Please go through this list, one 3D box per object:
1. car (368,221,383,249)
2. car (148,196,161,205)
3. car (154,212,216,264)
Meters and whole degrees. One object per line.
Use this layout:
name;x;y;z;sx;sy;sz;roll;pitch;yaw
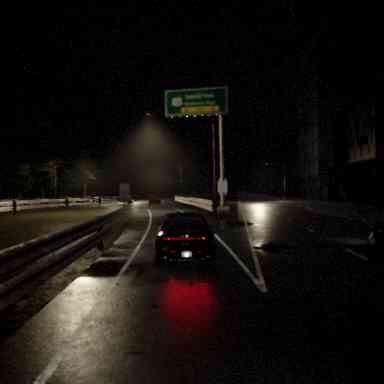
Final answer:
car;7.467;1.382;10.929;1.837;1.490;4.892;-1;0;8
car;-6.375;1.443;56.807;1.882;1.535;5.008;-1;0;-8
car;-0.269;1.457;11.691;1.837;1.490;4.892;-1;1;-3
